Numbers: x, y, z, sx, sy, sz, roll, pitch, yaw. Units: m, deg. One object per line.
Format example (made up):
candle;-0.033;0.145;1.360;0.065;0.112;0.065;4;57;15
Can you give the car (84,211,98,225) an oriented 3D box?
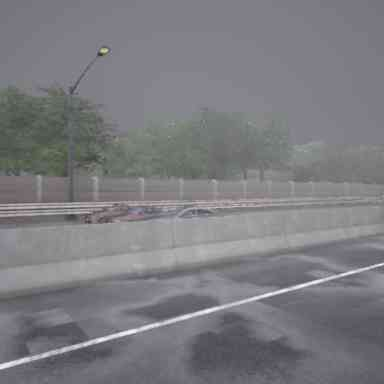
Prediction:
car;-4.900;1.533;21.992;4.181;1.385;1.994;0;0;-35

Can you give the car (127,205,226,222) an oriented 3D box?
car;-0.419;1.459;16.588;4.902;1.511;2.128;0;0;-35

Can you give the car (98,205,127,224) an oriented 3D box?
car;-2.870;1.533;19.140;4.181;1.385;1.994;0;0;-35
